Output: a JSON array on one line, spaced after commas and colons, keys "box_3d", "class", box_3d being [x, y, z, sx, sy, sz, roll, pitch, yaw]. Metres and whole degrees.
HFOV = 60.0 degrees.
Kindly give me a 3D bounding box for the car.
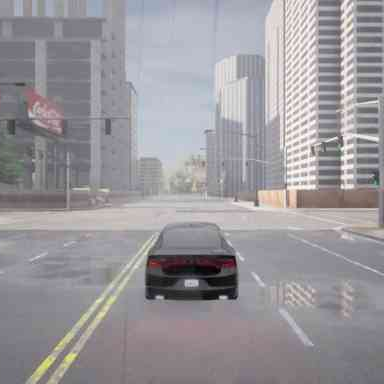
[{"box_3d": [-0.003, 1.478, 8.420, 1.882, 1.535, 5.008, 0, 0, 0], "class": "car"}]
